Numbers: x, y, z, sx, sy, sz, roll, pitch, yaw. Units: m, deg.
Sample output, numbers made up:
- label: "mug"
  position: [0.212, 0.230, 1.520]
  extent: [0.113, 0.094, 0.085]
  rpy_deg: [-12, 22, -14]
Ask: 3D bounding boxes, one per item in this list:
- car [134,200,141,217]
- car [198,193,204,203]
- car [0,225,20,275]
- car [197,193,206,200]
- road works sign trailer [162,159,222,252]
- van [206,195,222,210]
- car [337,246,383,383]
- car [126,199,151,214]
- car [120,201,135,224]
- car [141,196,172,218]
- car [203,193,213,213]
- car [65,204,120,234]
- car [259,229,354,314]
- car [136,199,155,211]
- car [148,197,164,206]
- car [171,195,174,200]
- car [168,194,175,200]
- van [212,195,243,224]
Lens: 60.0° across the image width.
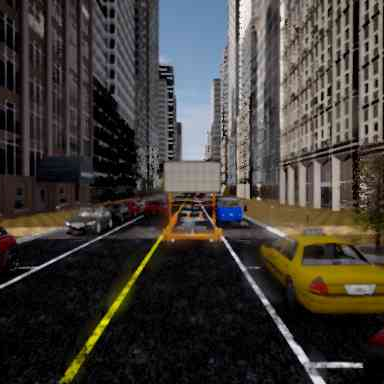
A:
- label: "car"
  position: [-5.712, 1.509, 30.176]
  extent: [1.887, 1.381, 4.507]
  rpy_deg: [-1, 0, 0]
- label: "car"
  position: [2.653, 1.473, 64.281]
  extent: [2.008, 1.369, 4.403]
  rpy_deg: [-1, 0, 0]
- label: "car"
  position: [-5.702, 1.431, 7.442]
  extent: [1.967, 1.590, 4.097]
  rpy_deg: [-1, 0, 0]
- label: "car"
  position: [2.638, 1.201, 92.700]
  extent: [2.192, 1.841, 5.009]
  rpy_deg: [-1, 0, 0]
- label: "road works sign trailer"
  position: [0.013, 0.448, 13.866]
  extent: [2.380, 3.560, 2.880]
  rpy_deg: [0, 0, 0]
- label: "van"
  position: [2.662, 1.291, 41.547]
  extent: [1.690, 1.788, 3.998]
  rpy_deg: [-1, 0, 0]
- label: "car"
  position: [2.681, 1.438, 1.762]
  extent: [1.967, 1.590, 4.097]
  rpy_deg: [-1, 0, 0]
- label: "car"
  position: [-5.715, 1.508, 35.860]
  extent: [2.008, 1.369, 4.403]
  rpy_deg: [-1, 0, 0]
- label: "car"
  position: [-5.709, 1.537, 24.492]
  extent: [1.947, 1.339, 4.313]
  rpy_deg: [-1, 0, 0]
- label: "car"
  position: [-3.113, 1.442, 30.018]
  extent: [1.882, 1.535, 5.008]
  rpy_deg: [0, 0, 0]
- label: "car"
  position: [2.664, 1.272, 35.863]
  extent: [2.192, 1.841, 5.009]
  rpy_deg: [-1, 0, 0]
- label: "car"
  position: [-5.707, 1.529, 18.809]
  extent: [2.008, 1.369, 4.403]
  rpy_deg: [-1, 0, 0]
- label: "car"
  position: [2.679, 1.516, 7.615]
  extent: [1.752, 1.417, 4.829]
  rpy_deg: [-1, 0, 0]
- label: "car"
  position: [-5.717, 1.533, 41.543]
  extent: [1.802, 1.307, 4.206]
  rpy_deg: [-1, 0, 0]
- label: "car"
  position: [-5.722, 1.488, 52.911]
  extent: [2.008, 1.369, 4.403]
  rpy_deg: [-1, 0, 0]
- label: "car"
  position: [-5.732, 1.491, 75.645]
  extent: [1.802, 1.307, 4.206]
  rpy_deg: [-1, 0, 0]
- label: "car"
  position: [-5.740, 1.412, 92.526]
  extent: [1.752, 1.417, 4.829]
  rpy_deg: [-1, 0, 0]
- label: "van"
  position: [2.669, 1.312, 24.496]
  extent: [1.690, 1.788, 3.998]
  rpy_deg: [-1, 0, 0]
